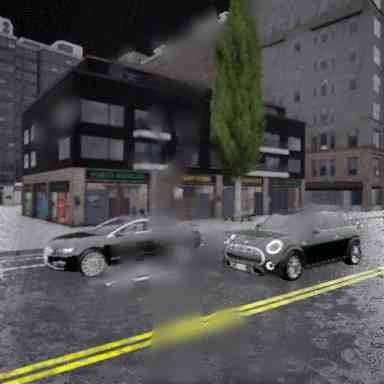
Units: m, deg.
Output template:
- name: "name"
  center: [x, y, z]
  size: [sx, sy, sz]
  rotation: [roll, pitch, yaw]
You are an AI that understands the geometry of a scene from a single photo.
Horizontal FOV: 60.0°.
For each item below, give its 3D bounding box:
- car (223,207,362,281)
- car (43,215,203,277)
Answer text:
- name: "car"
  center: [3.081, 1.358, 9.990]
  size: [4.553, 1.767, 2.097]
  rotation: [0, 0, -37]
- name: "car"
  center: [-1.935, 1.495, 10.355]
  size: [4.902, 1.511, 2.128]
  rotation: [0, 0, -36]
